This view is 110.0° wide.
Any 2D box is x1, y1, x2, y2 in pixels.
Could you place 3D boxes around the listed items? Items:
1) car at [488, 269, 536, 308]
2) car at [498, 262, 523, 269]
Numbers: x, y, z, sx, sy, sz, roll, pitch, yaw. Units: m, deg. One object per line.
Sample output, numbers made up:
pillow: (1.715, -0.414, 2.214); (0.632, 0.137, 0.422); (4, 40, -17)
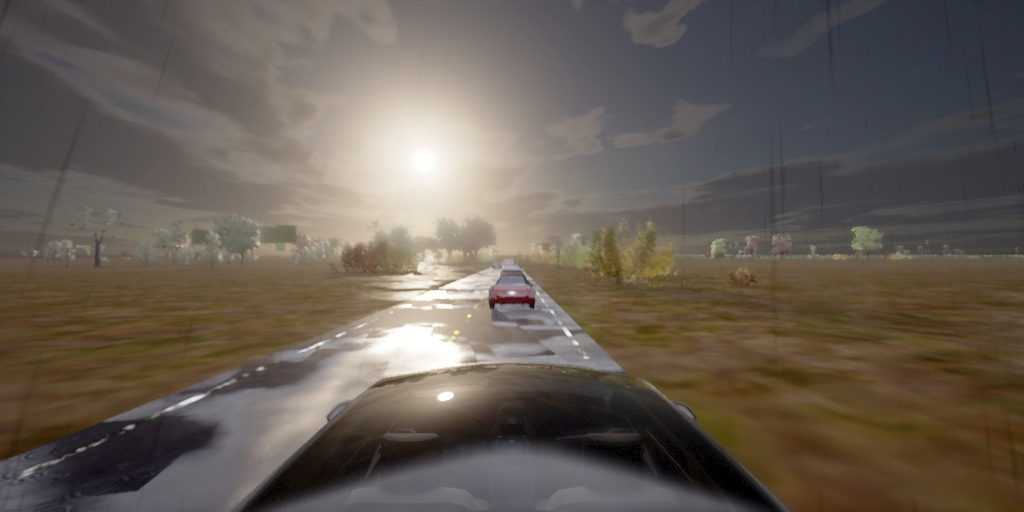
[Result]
car: (0.002, 1.449, 16.126); (1.994, 1.385, 4.181); (0, 0, 0)
car: (0.002, 1.499, 31.341); (1.882, 1.535, 5.008); (0, 0, 0)
